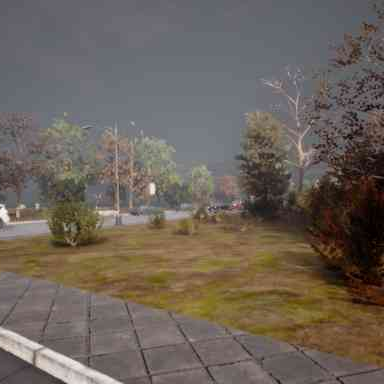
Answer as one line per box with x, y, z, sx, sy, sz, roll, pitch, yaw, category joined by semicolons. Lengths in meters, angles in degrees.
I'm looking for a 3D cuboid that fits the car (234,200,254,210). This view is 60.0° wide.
9.732;2.404;61.890;1.882;1.535;5.008;-3;-2;33;car

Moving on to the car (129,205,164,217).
-5.937;2.449;43.955;2.033;1.411;5.357;-3;-2;32;car

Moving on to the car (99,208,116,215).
-11.741;2.629;41.289;1.895;1.301;4.718;-3;-2;32;car

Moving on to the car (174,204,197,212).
-0.979;2.729;58.268;2.033;1.411;5.357;-3;-2;32;car

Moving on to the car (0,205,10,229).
-17.398;2.056;26.168;2.150;2.045;5.566;-3;-2;34;car

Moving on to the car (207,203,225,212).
4.288;2.434;53.301;1.895;1.301;4.718;-3;-2;32;car

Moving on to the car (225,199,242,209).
7.594;2.036;52.009;2.097;1.767;4.553;-3;-2;32;car
